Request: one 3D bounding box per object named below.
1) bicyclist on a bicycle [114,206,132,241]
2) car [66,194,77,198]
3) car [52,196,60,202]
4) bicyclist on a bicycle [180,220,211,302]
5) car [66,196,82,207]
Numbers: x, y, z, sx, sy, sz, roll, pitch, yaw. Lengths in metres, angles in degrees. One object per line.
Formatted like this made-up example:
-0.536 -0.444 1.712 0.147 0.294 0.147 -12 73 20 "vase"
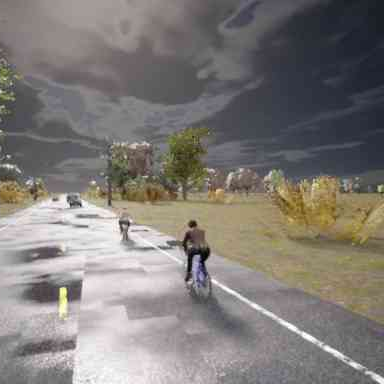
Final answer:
-3.220 1.448 15.817 0.866 1.612 1.509 -1 0 -22 "bicyclist on a bicycle"
-25.174 1.354 69.688 2.150 2.045 5.566 -1 0 -21 "car"
-35.582 1.728 86.863 2.033 1.411 5.357 -1 0 -21 "car"
0.070 1.443 7.289 0.582 1.620 1.656 -1 0 -21 "bicyclist on a bicycle"
-18.685 1.699 53.250 1.895 1.301 4.718 -1 0 -21 "car"
